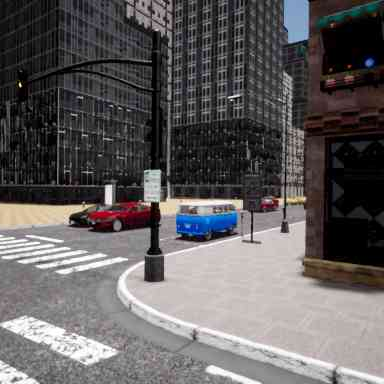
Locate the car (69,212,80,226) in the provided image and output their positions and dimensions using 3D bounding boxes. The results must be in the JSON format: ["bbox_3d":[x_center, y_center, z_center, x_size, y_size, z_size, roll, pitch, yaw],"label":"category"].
[{"bbox_3d":[-5.947,1.467,21.879,1.947,1.339,4.313,1,1,36],"label":"car"}]

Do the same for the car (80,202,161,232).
[{"bbox_3d":[-3.960,1.418,20.197,1.882,1.535,5.008,1,1,34],"label":"car"}]

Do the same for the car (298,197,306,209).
[{"bbox_3d":[15.666,1.429,42.289,2.128,1.511,4.902,1,1,36],"label":"car"}]

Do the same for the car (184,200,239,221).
[{"bbox_3d":[1.792,1.469,28.256,2.033,1.411,5.357,1,1,36],"label":"car"}]

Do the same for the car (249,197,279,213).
[{"bbox_3d":[7.789,1.505,36.649,1.895,1.301,4.718,1,1,36],"label":"car"}]

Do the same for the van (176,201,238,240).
[{"bbox_3d":[0.877,1.368,17.008,1.690,1.788,3.998,1,1,36],"label":"van"}]

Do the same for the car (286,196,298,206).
[{"bbox_3d":[16.456,1.364,53.261,1.752,1.417,4.829,1,1,36],"label":"car"}]
